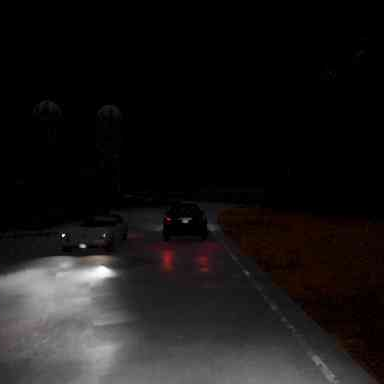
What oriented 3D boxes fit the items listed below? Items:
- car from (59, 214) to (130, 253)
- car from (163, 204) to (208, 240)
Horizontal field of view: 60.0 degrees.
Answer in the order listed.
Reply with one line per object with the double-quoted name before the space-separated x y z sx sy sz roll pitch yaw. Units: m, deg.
"car" -3.947 1.649 14.147 1.895 1.301 4.718 0 0 -1
"car" -0.345 1.385 17.367 2.097 1.767 4.553 -1 0 -1
